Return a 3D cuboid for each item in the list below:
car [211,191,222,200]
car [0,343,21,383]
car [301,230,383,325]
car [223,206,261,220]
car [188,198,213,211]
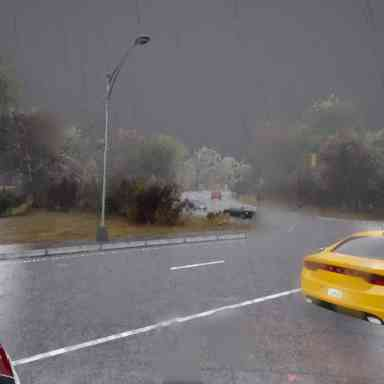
[{"bbox_3d":[5.747,0.743,78.981,2.150,2.045,5.566,2,2,-1],"label":"car"},{"bbox_3d":[-3.217,1.353,1.456,4.553,1.767,2.097,0,0,-35],"label":"car"},{"bbox_3d":[4.374,1.543,6.873,5.008,1.535,1.882,1,-1,-35],"label":"car"},{"bbox_3d":[5.122,2.148,34.311,1.895,1.301,4.718,3,-1,-22],"label":"car"},{"bbox_3d":[0.678,1.844,46.510,2.128,1.511,4.902,2,1,-17],"label":"car"}]
